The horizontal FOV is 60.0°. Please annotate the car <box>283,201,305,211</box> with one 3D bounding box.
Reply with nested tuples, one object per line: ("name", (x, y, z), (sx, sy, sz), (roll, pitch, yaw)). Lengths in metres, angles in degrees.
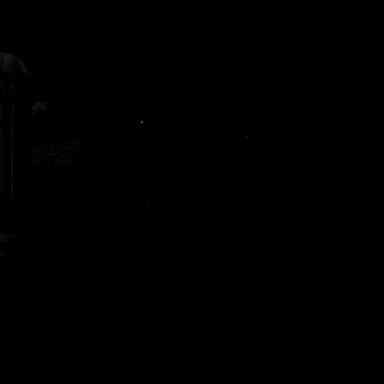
("car", (15.078, 2.012, 49.304), (2.033, 1.411, 5.357), (1, 0, 36))
